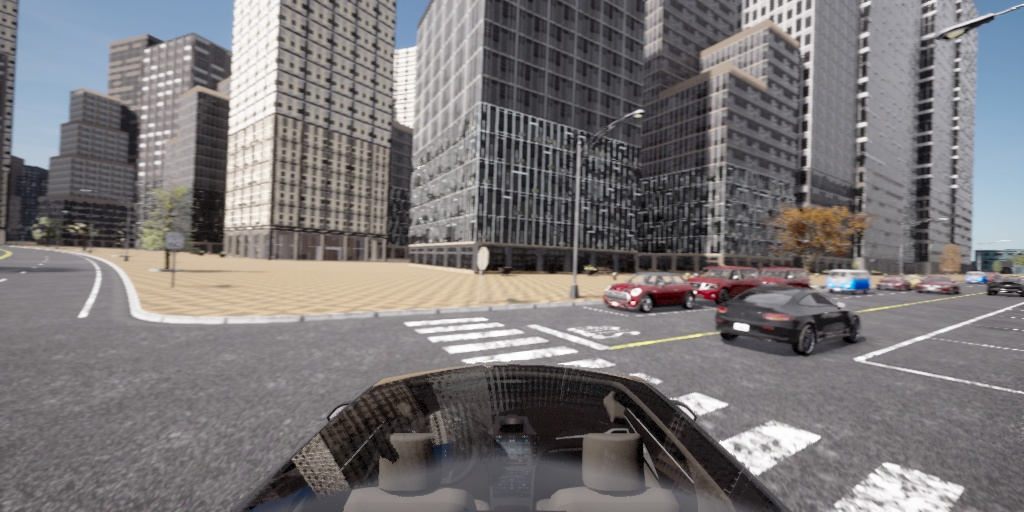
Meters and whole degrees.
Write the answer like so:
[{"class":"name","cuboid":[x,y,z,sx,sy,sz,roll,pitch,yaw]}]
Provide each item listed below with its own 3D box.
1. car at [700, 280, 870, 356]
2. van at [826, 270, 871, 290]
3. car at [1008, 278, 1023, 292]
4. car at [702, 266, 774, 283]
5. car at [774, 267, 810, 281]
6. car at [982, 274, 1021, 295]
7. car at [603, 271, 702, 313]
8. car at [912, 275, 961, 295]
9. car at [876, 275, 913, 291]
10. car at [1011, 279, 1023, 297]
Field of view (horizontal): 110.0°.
[{"class":"car","cuboid":[7.169,1.506,9.309,4.674,1.442,1.812,2,0,-31]},{"class":"van","cuboid":[25.076,1.917,26.752,3.998,1.789,1.690,0,0,-31]},{"class":"car","cuboid":[52.736,3.003,36.671,4.718,1.301,1.895,2,0,-31]},{"class":"car","cuboid":[10.572,1.433,18.012,5.009,1.841,2.192,0,0,-31]},{"class":"car","cuboid":[15.407,1.587,20.925,5.009,1.841,2.192,0,0,-31]},{"class":"car","cuboid":[41.122,2.547,29.672,4.892,1.490,1.837,4,-1,-31]},{"class":"car","cuboid":[5.738,1.403,15.098,4.097,1.591,1.967,0,0,-31]},{"class":"car","cuboid":[35.760,2.422,30.042,4.674,1.442,1.812,2,0,-31]},{"class":"car","cuboid":[34.745,2.459,32.580,4.207,1.307,1.802,0,0,-31]},{"class":"car","cuboid":[29.416,2.223,19.584,4.403,1.370,2.007,0,0,-31]}]
